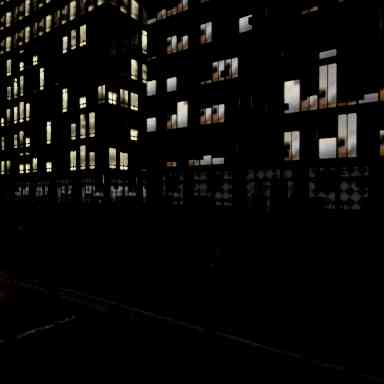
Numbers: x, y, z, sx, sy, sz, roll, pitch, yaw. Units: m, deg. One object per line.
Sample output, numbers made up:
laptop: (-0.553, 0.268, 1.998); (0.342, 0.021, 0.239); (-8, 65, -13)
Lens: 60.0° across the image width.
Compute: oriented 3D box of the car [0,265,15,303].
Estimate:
car: (-5.491, 1.526, 6.799); (4.829, 1.417, 1.752); (0, 0, 36)
